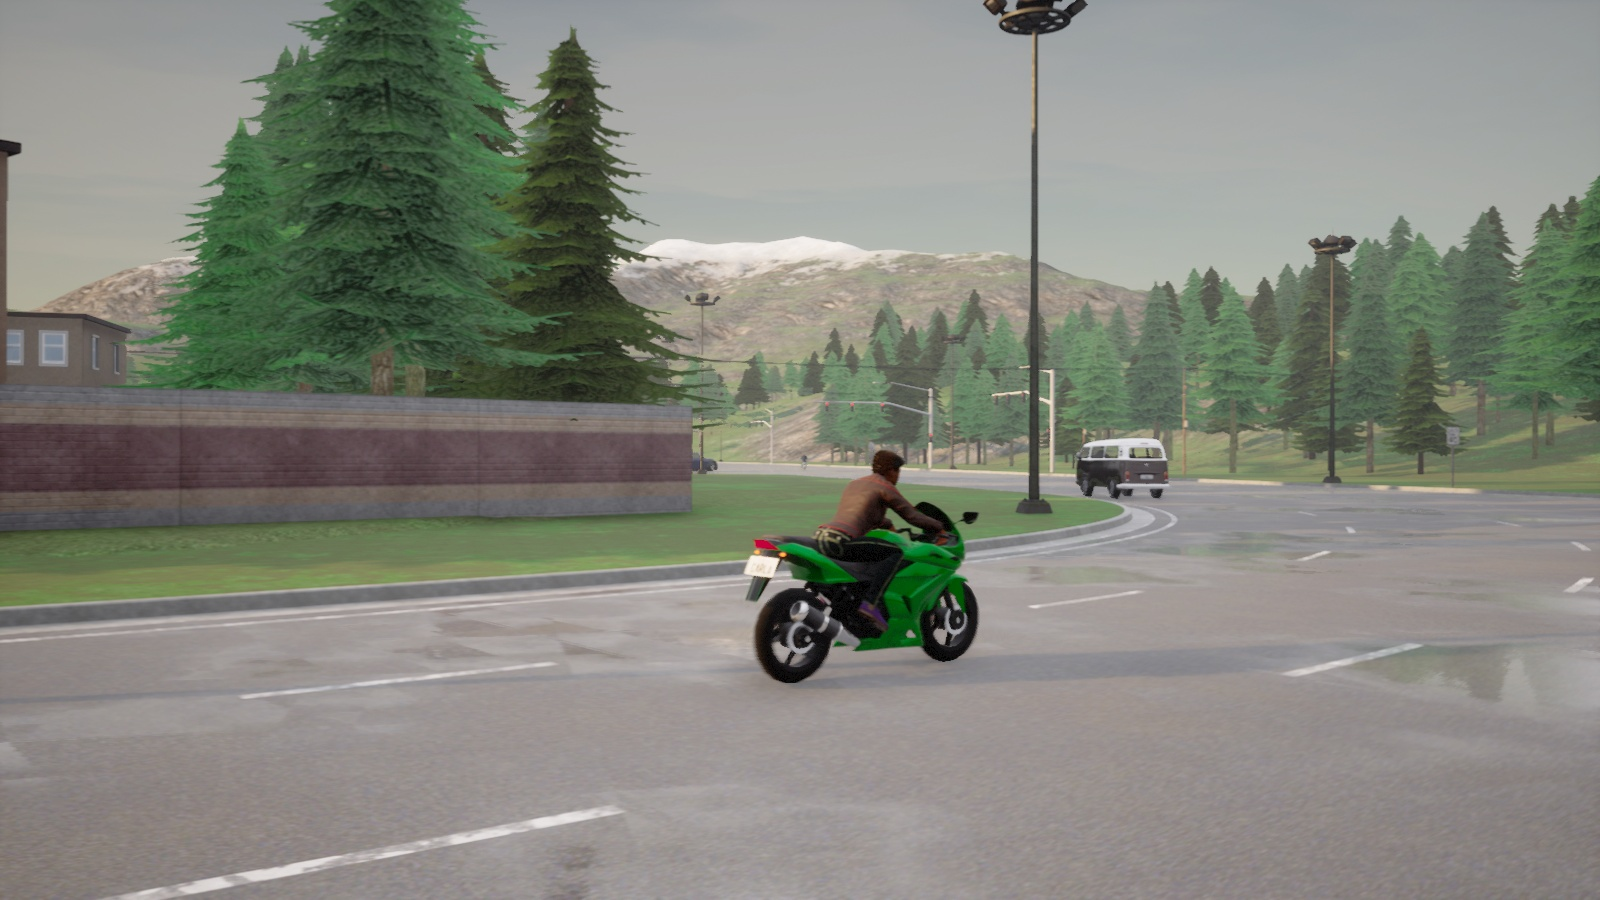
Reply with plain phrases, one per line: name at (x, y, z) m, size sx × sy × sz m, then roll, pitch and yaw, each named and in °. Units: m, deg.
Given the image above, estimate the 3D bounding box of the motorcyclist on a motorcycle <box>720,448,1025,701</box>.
motorcyclist on a motorcycle at (0.530, 0.755, 8.518) m, size 2.044 × 1.523 × 0.797 m, roll 0°, pitch -1°, yaw -38°

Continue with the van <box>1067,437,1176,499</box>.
van at (11.091, 0.596, 43.627) m, size 2.069 × 2.038 × 4.480 m, roll 0°, pitch 0°, yaw -9°
